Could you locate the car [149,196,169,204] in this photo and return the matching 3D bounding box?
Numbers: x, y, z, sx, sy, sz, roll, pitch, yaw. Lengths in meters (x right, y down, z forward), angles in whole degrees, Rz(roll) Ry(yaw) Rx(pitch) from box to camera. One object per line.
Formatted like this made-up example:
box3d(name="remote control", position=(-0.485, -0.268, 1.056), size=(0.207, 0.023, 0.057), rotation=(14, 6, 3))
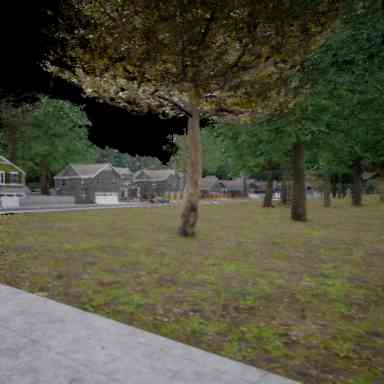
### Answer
box3d(name="car", position=(-6.044, 1.505, 61.153), size=(1.994, 1.385, 4.181), rotation=(0, 0, 35))
